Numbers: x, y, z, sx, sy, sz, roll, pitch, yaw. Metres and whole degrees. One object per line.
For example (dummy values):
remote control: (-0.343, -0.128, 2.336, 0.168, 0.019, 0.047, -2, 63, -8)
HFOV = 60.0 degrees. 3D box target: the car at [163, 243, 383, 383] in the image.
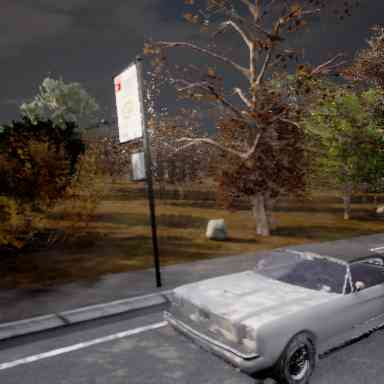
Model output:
car: (1.940, 1.592, 5.374, 4.718, 1.301, 1.895, 0, 0, -35)
